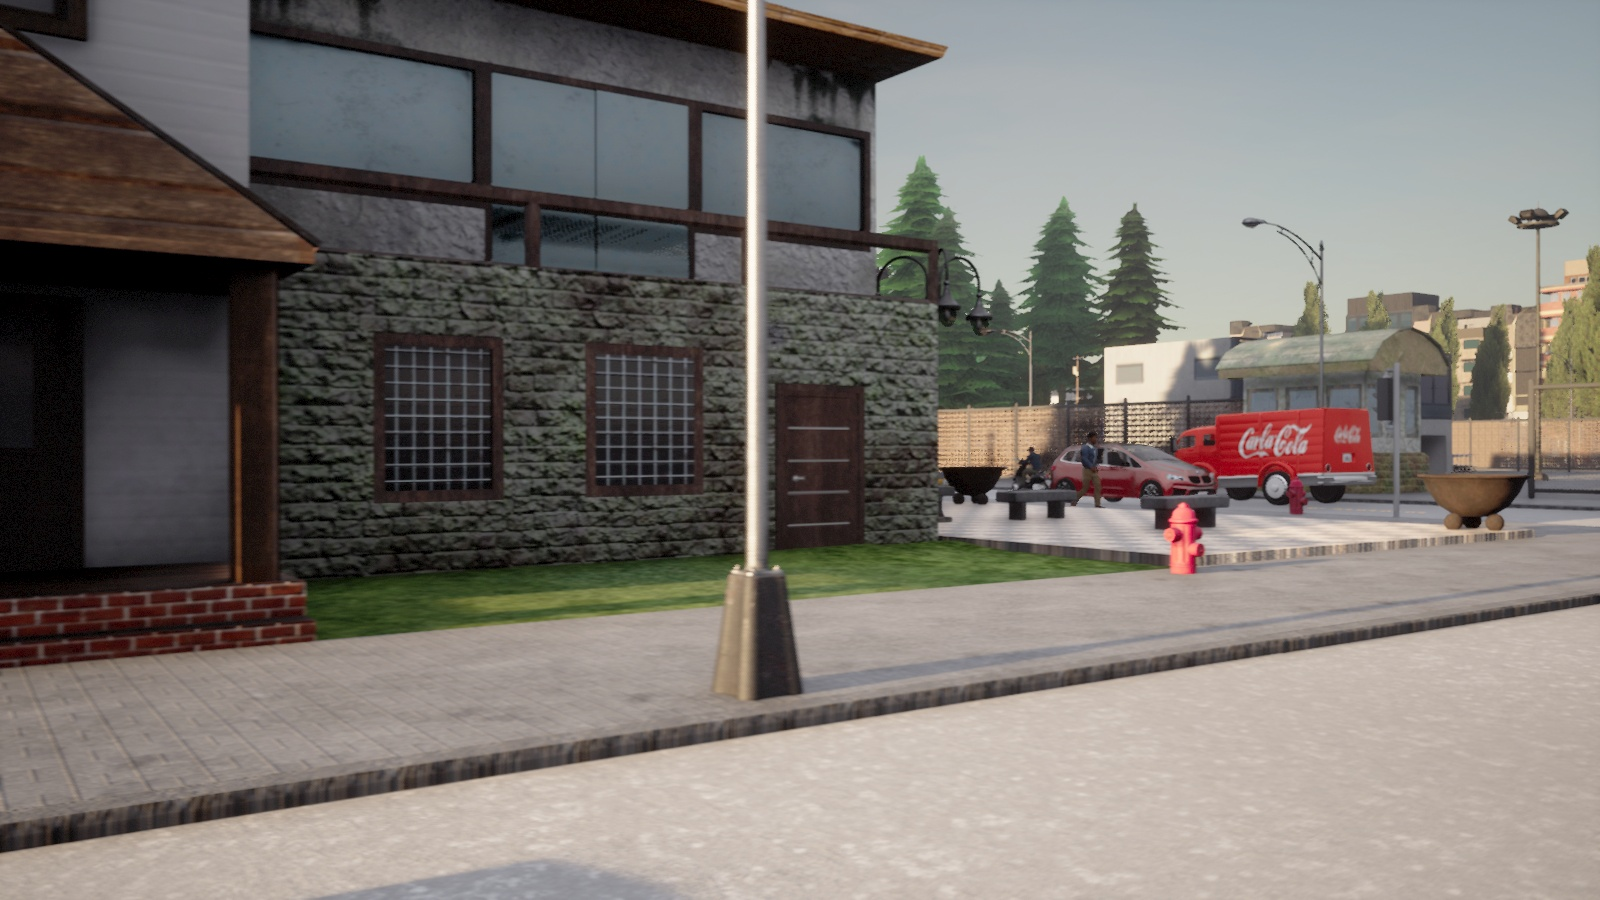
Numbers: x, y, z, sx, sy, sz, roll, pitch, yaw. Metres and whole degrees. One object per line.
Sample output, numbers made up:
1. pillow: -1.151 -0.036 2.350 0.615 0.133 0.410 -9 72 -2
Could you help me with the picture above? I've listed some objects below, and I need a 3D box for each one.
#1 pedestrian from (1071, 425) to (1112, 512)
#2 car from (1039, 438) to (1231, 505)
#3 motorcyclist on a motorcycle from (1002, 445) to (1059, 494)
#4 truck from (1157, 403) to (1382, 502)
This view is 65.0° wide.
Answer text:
1. pedestrian: 6.592 0.407 28.420 0.423 1.949 0.788 0 0 -40
2. car: 8.895 0.528 33.736 2.242 1.667 4.611 0 0 -35
3. motorcyclist on a motorcycle: 7.762 0.642 42.317 0.866 1.590 1.817 0 0 -33
4. truck: 12.930 0.140 34.914 2.627 2.467 5.204 0 -2 -34
